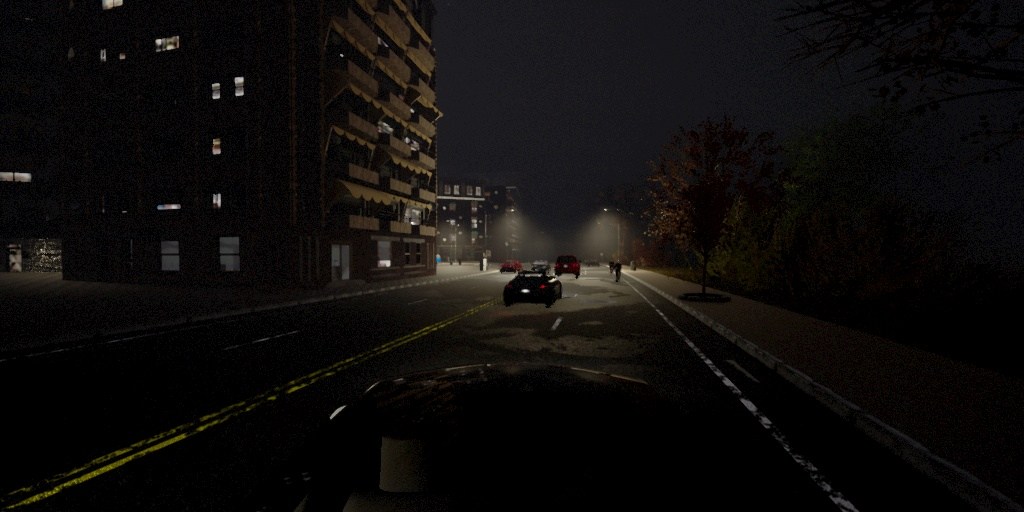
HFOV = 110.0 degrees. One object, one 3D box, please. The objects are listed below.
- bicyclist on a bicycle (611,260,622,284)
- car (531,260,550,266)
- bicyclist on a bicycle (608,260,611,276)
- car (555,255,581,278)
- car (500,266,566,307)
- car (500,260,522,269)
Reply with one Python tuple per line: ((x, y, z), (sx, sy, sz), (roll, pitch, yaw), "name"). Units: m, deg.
((7.633, 1.193, 25.846), (0.582, 1.620, 1.656), (0, 0, 13), "bicyclist on a bicycle")
((3.273, 1.229, 40.773), (2.128, 1.511, 4.902), (0, 0, 12), "car")
((9.630, 1.188, 34.713), (0.582, 1.620, 1.656), (0, 0, 12), "bicyclist on a bicycle")
((5.252, 0.960, 33.630), (2.150, 2.045, 5.566), (0, 0, 13), "car")
((1.014, 1.309, 15.659), (1.994, 1.385, 4.181), (0, 0, 14), "car")
((-0.041, 1.216, 40.811), (1.882, 1.535, 5.008), (0, 0, 12), "car")
